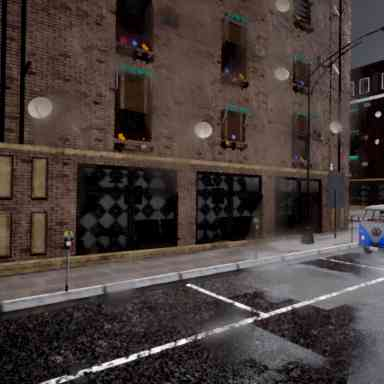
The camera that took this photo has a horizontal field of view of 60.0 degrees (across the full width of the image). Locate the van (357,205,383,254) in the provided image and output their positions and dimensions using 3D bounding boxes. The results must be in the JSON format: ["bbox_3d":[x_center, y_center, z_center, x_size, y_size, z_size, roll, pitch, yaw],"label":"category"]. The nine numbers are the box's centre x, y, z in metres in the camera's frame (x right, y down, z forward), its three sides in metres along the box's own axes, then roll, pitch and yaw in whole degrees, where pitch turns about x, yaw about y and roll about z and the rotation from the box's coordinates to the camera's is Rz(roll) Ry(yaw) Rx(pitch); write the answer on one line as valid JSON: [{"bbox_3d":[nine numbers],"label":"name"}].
[{"bbox_3d":[7.671,1.345,12.104,3.998,1.788,1.690,0,1,-35],"label":"van"}]
